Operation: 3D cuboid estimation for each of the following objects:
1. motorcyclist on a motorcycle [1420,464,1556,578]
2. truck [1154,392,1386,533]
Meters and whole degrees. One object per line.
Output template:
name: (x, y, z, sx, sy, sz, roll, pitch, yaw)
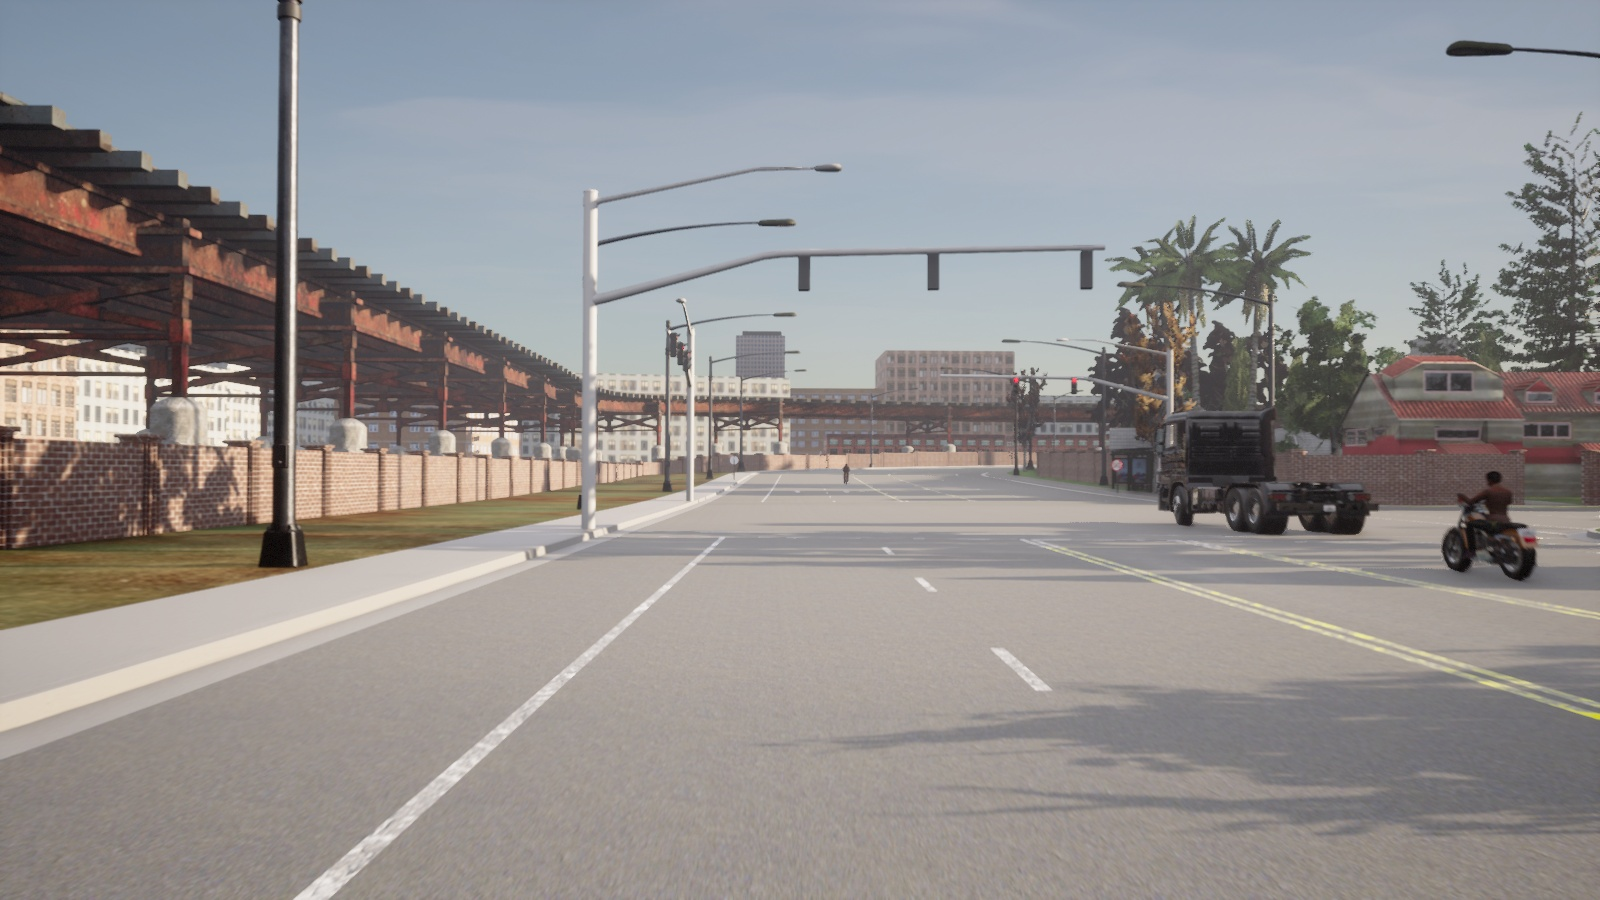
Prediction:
motorcyclist on a motorcycle: (10.486, 1.045, 19.251, 0.766, 1.649, 2.350, 0, -1, 0)
truck: (12.696, 0.365, 34.896, 2.891, 3.462, 7.936, 0, -1, -5)
